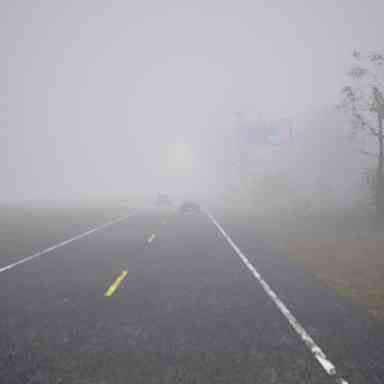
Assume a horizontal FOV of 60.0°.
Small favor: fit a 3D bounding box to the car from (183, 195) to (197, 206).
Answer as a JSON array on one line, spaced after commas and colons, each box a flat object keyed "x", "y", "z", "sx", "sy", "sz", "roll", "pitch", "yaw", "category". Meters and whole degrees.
[{"x": -0.261, "y": 1.110, "z": 47.248, "sx": 1.812, "sy": 1.442, "sz": 4.674, "roll": 0, "pitch": 0, "yaw": 0, "category": "car"}]

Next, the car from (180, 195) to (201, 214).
[{"x": -0.172, "y": 1.250, "z": 31.241, "sx": 1.812, "sy": 1.442, "sz": 4.674, "roll": 0, "pitch": 1, "yaw": 0, "category": "car"}]

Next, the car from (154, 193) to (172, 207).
[{"x": -3.821, "y": 0.968, "z": 44.151, "sx": 2.097, "sy": 1.767, "sz": 4.553, "roll": 0, "pitch": 1, "yaw": 0, "category": "car"}]
